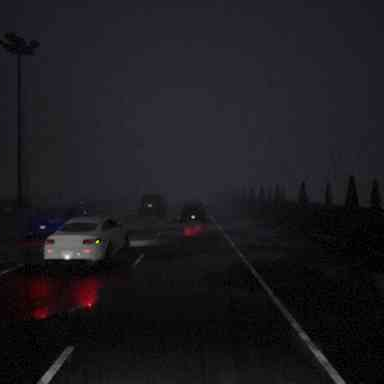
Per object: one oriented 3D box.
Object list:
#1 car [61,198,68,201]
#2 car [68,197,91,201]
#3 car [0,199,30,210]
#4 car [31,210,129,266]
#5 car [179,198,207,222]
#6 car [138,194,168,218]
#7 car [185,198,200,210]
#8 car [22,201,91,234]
[{"bbox_3d":[-21.045,1.648,56.686,1.895,1.301,4.718,0,0,0],"label":"car"},{"bbox_3d":[-17.546,1.515,53.189,1.837,1.490,4.892,0,0,0],"label":"car"},{"bbox_3d":[-14.106,1.354,25.863,2.097,1.767,4.553,0,0,0],"label":"car"},{"bbox_3d":[-3.409,1.527,11.402,1.812,1.442,4.674,0,0,0],"label":"car"},{"bbox_3d":[0.081,1.507,25.904,1.837,1.490,4.892,0,0,0],"label":"car"},{"bbox_3d":[-3.423,1.224,29.944,2.150,2.045,5.566,0,0,0],"label":"car"},{"bbox_3d":[0.066,1.529,42.807,1.812,1.442,4.674,0,0,0],"label":"car"},{"bbox_3d":[-6.914,1.479,17.874,1.882,1.535,5.008,0,0,0],"label":"car"}]
